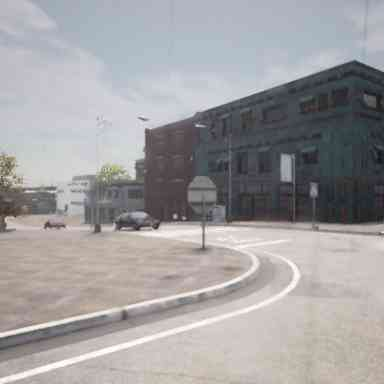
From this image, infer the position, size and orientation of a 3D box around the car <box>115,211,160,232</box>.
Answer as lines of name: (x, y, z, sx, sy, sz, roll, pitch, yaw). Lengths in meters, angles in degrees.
car: (-4.178, 2.134, 24.839, 1.812, 1.442, 4.674, 0, -4, -37)

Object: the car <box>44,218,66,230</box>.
car: (-17.879, 4.127, 43.271, 1.812, 1.442, 4.674, 0, -5, -36)
